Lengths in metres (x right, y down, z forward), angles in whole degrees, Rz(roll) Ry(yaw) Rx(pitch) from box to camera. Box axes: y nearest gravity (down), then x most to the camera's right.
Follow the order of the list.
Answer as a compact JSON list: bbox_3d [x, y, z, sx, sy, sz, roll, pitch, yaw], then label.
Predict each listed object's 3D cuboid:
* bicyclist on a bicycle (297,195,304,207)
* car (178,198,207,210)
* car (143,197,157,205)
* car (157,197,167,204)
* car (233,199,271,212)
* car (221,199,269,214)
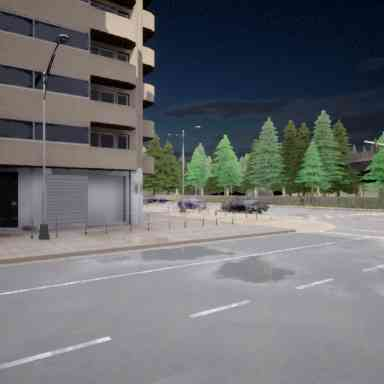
[{"bbox_3d":[15.132,1.245,46.411,1.656,1.620,0.582,0,0,-35],"label":"bicyclist on a bicycle"},{"bbox_3d":[-0.054,1.470,42.740,1.812,1.442,4.674,0,0,-36],"label":"car"},{"bbox_3d":[-9.110,1.492,57.326,5.357,1.411,2.033,0,0,34],"label":"car"},{"bbox_3d":[-7.160,1.545,64.420,4.718,1.301,1.895,0,0,31],"label":"car"},{"bbox_3d":[6.972,1.507,38.825,1.994,1.385,4.181,0,0,-35],"label":"car"},{"bbox_3d":[5.363,1.492,35.010,2.033,1.411,5.357,0,0,-37],"label":"car"}]
